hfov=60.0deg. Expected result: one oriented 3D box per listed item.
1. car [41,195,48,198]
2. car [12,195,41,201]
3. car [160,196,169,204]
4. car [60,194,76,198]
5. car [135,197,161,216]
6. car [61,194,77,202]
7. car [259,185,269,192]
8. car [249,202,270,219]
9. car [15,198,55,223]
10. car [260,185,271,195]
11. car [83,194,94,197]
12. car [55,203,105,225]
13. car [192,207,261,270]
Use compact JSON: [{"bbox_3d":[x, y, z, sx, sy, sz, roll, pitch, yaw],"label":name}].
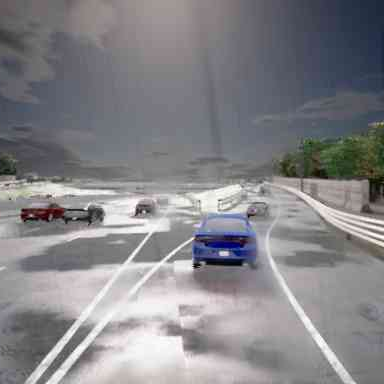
[{"bbox_3d":[-26.191,1.331,56.847,2.128,1.511,4.902,0,0,-1],"label":"car"},{"bbox_3d":[-22.308,1.428,43.675,2.128,1.511,4.902,0,0,-2],"label":"car"},{"bbox_3d":[-5.223,1.456,59.010,1.994,1.385,4.181,0,0,-2],"label":"car"},{"bbox_3d":[-22.780,1.376,60.055,2.033,1.411,5.357,0,0,-2],"label":"car"},{"bbox_3d":[-4.393,1.515,32.528,1.837,1.490,4.892,0,0,-2],"label":"car"},{"bbox_3d":[-26.713,1.253,72.545,1.837,1.490,4.892,0,0,-2],"label":"car"},{"bbox_3d":[17.655,-0.868,81.355,2.128,1.511,4.902,0,3,9],"label":"car"},{"bbox_3d":[6.086,1.615,30.448,2.033,1.411,5.357,0,1,17],"label":"car"},{"bbox_3d":[-11.093,1.462,25.259,1.882,1.535,5.008,0,0,-2],"label":"car"},{"bbox_3d":[15.921,-0.223,71.424,1.837,1.490,4.892,0,3,10],"label":"car"},{"bbox_3d":[-23.313,1.272,75.273,2.128,1.511,4.902,0,0,-2],"label":"car"},{"bbox_3d":[-7.548,1.486,23.643,2.128,1.511,4.902,0,0,-2],"label":"car"},{"bbox_3d":[1.194,1.495,11.285,1.882,1.535,5.008,0,0,8],"label":"car"}]
